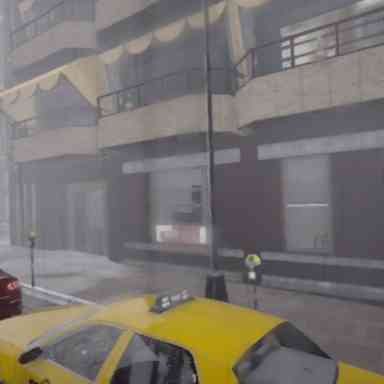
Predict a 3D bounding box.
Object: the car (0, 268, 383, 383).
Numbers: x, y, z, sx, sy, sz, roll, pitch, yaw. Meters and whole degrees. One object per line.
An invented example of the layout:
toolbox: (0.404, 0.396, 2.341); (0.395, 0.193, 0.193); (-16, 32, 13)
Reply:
car: (-0.388, 1.548, 3.023); (4.829, 1.417, 1.752); (-1, -2, 36)
